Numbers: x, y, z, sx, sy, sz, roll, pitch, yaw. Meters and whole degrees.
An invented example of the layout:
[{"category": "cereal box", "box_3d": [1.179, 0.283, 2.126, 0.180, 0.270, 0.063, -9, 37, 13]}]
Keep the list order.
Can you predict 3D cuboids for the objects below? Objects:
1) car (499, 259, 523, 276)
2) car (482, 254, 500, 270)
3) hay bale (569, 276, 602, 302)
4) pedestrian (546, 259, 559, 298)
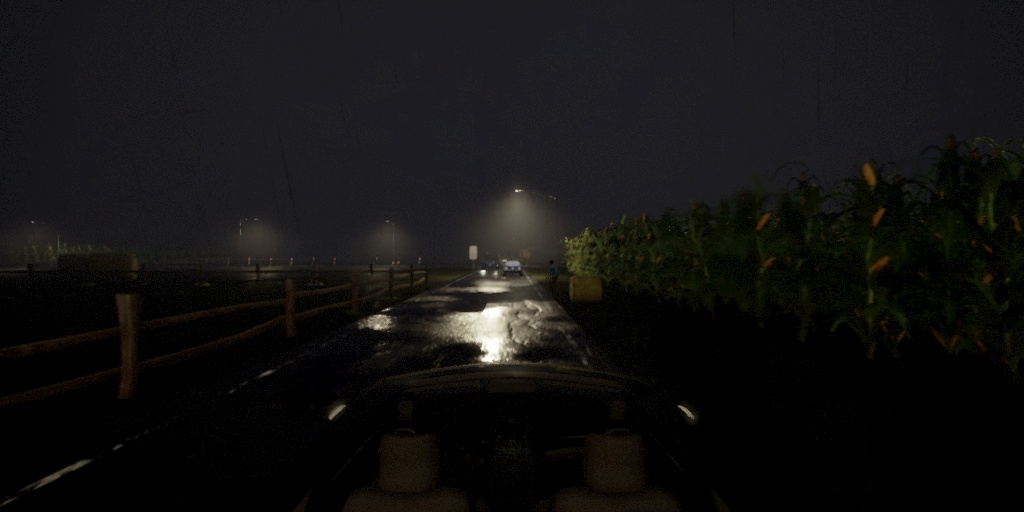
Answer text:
[{"category": "car", "box_3d": [0.079, 1.127, 34.510, 2.033, 1.411, 5.357, 0, 0, 0]}, {"category": "car", "box_3d": [-2.752, 0.746, 47.730, 2.150, 2.045, 5.566, 0, 0, 0]}, {"category": "hay bale", "box_3d": [3.124, 1.337, 15.310, 1.220, 1.180, 1.240, 0, 0, 0]}, {"category": "pedestrian", "box_3d": [1.856, 0.970, 16.309, 0.375, 1.860, 0.375, -1, 1, -5]}]
